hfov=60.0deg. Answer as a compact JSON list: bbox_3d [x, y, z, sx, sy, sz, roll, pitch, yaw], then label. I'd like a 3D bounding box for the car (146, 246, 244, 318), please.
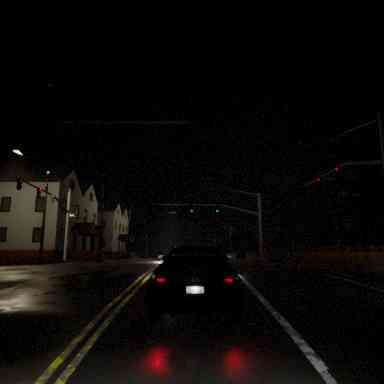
[{"bbox_3d":[0.069,2.023,8.207,1.994,1.385,4.181,0,-6,0],"label":"car"}]

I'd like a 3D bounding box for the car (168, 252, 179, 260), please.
[{"bbox_3d":[-3.577,12.365,64.263,1.994,1.385,4.181,0,-11,0],"label":"car"}]

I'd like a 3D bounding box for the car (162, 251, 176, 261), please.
[{"bbox_3d":[-3.619,10.089,52.781,1.837,1.490,4.892,0,-11,0],"label":"car"}]

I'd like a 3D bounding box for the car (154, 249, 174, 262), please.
[{"bbox_3d":[-3.621,8.299,43.572,2.128,1.511,4.902,0,-11,0],"label":"car"}]
